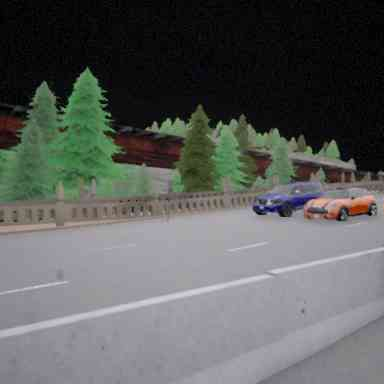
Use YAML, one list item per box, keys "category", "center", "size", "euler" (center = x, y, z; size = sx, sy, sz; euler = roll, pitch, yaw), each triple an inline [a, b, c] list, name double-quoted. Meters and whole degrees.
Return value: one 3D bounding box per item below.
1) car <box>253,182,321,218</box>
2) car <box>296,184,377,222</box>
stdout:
- category: "car"
  center: [6.401, 0.428, 21.449]
  size: [5.566, 2.045, 2.150]
  euler: [-4, 2, -35]
- category: "car"
  center: [8.223, 0.573, 18.449]
  size: [4.553, 1.767, 2.097]
  euler: [-4, 2, -35]
